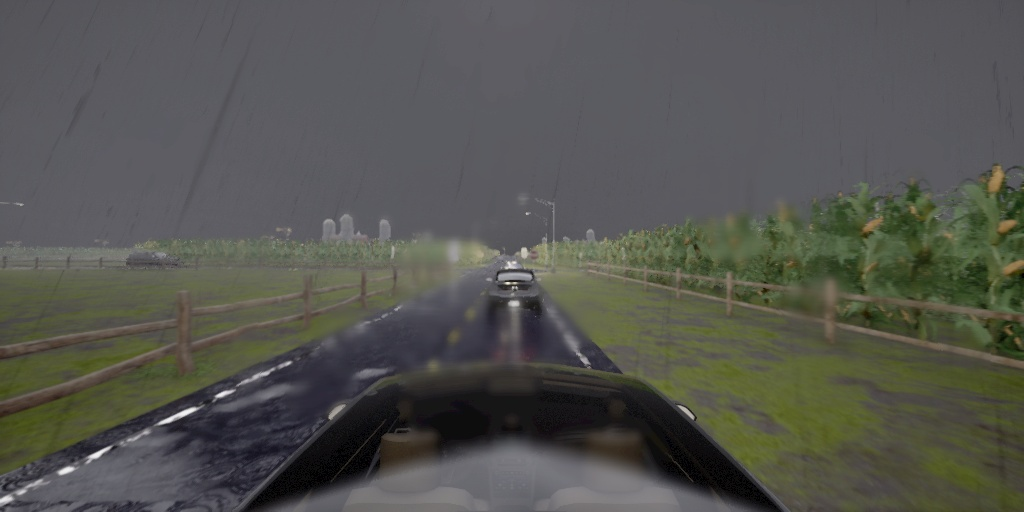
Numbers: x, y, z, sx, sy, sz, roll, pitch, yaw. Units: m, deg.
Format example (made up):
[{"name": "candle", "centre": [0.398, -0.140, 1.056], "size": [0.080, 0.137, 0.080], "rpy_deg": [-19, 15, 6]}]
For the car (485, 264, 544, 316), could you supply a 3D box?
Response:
[{"name": "car", "centre": [0.099, 1.193, 13.047], "size": [1.837, 1.490, 4.892], "rpy_deg": [0, 0, 0]}]

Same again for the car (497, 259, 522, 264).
[{"name": "car", "centre": [0.097, 1.152, 27.773], "size": [2.033, 1.411, 5.357], "rpy_deg": [0, 0, 0]}]

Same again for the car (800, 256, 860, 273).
[{"name": "car", "centre": [39.917, 1.016, 45.043], "size": [5.566, 2.045, 2.150], "rpy_deg": [0, 0, 1]}]

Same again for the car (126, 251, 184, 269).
[{"name": "car", "centre": [-42.710, 0.496, 42.974], "size": [5.566, 2.045, 2.150], "rpy_deg": [0, 0, 1]}]
